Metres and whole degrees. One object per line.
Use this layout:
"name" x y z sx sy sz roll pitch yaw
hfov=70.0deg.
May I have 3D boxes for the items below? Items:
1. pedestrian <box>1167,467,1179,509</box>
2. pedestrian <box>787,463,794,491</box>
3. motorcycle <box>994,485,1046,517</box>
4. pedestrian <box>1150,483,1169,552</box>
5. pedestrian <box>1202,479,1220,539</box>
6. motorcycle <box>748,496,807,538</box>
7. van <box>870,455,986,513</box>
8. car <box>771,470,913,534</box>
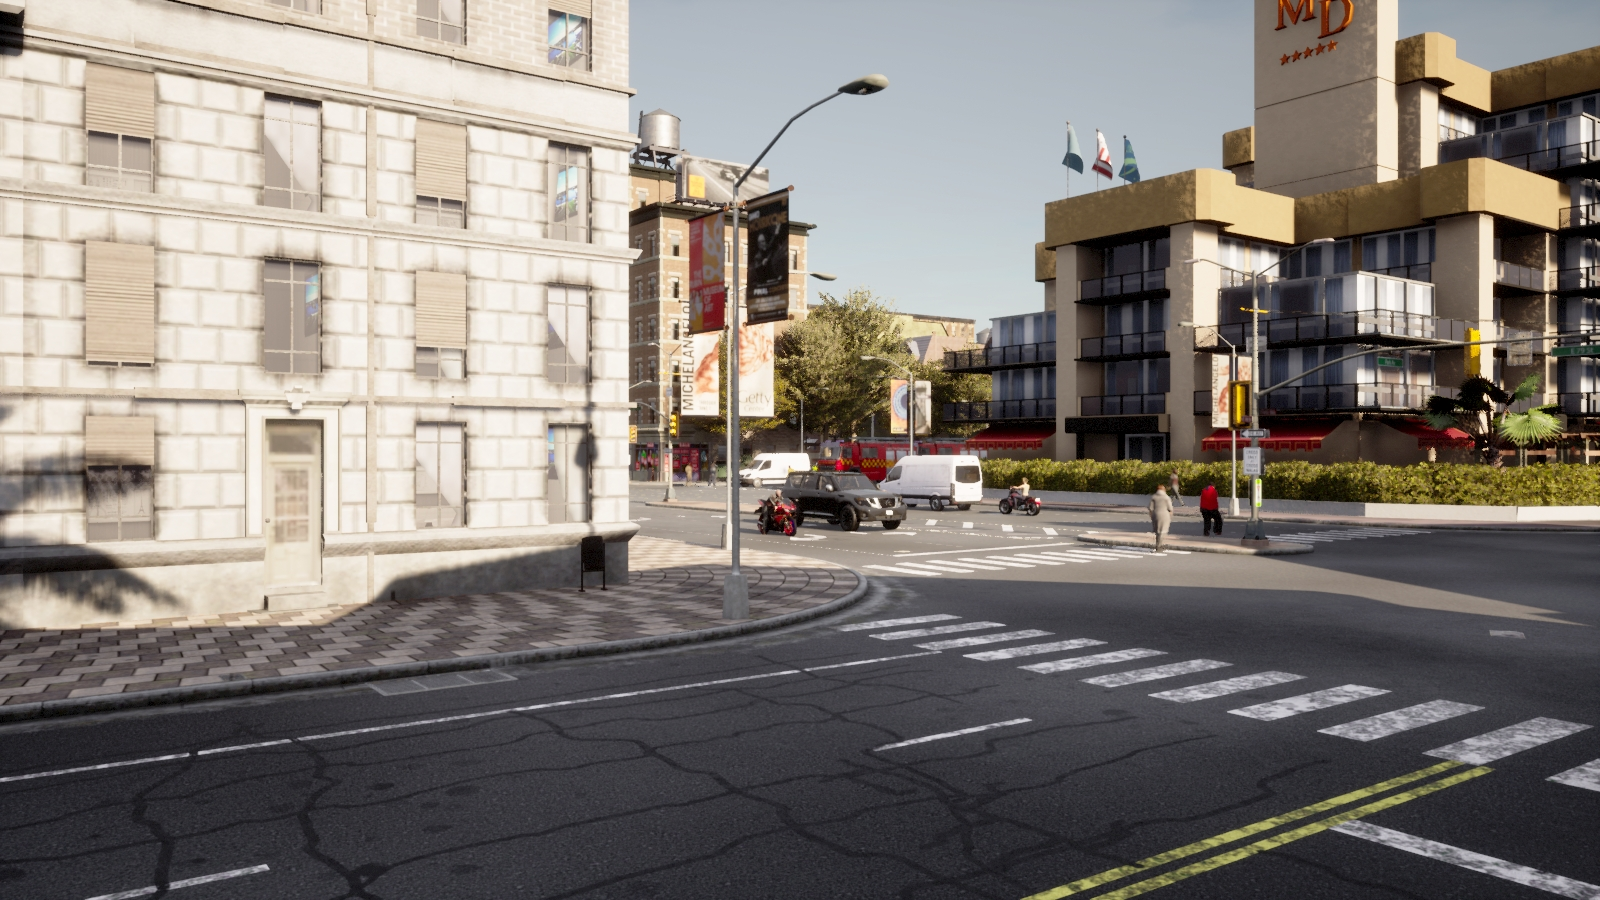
"pedestrian" 16.811 1.696 51.522 0.375 1.860 0.375 0 0 -36
"pedestrian" -0.651 1.849 78.256 0.375 1.860 0.375 0 0 -35
"motorcycle" 9.406 2.170 48.968 0.764 1.277 2.356 0 0 -34
"pedestrian" 9.838 1.849 31.249 0.375 1.860 0.375 0 0 40
"pedestrian" 12.864 1.848 35.754 0.375 1.860 0.375 0 0 -36
"motorcycle" -0.756 2.205 37.717 0.867 1.251 2.209 0 0 -36
"van" 5.947 1.534 54.072 1.988 2.561 5.915 0 0 -36
"car" 1.410 1.779 41.176 2.150 2.045 5.566 0 0 -35
